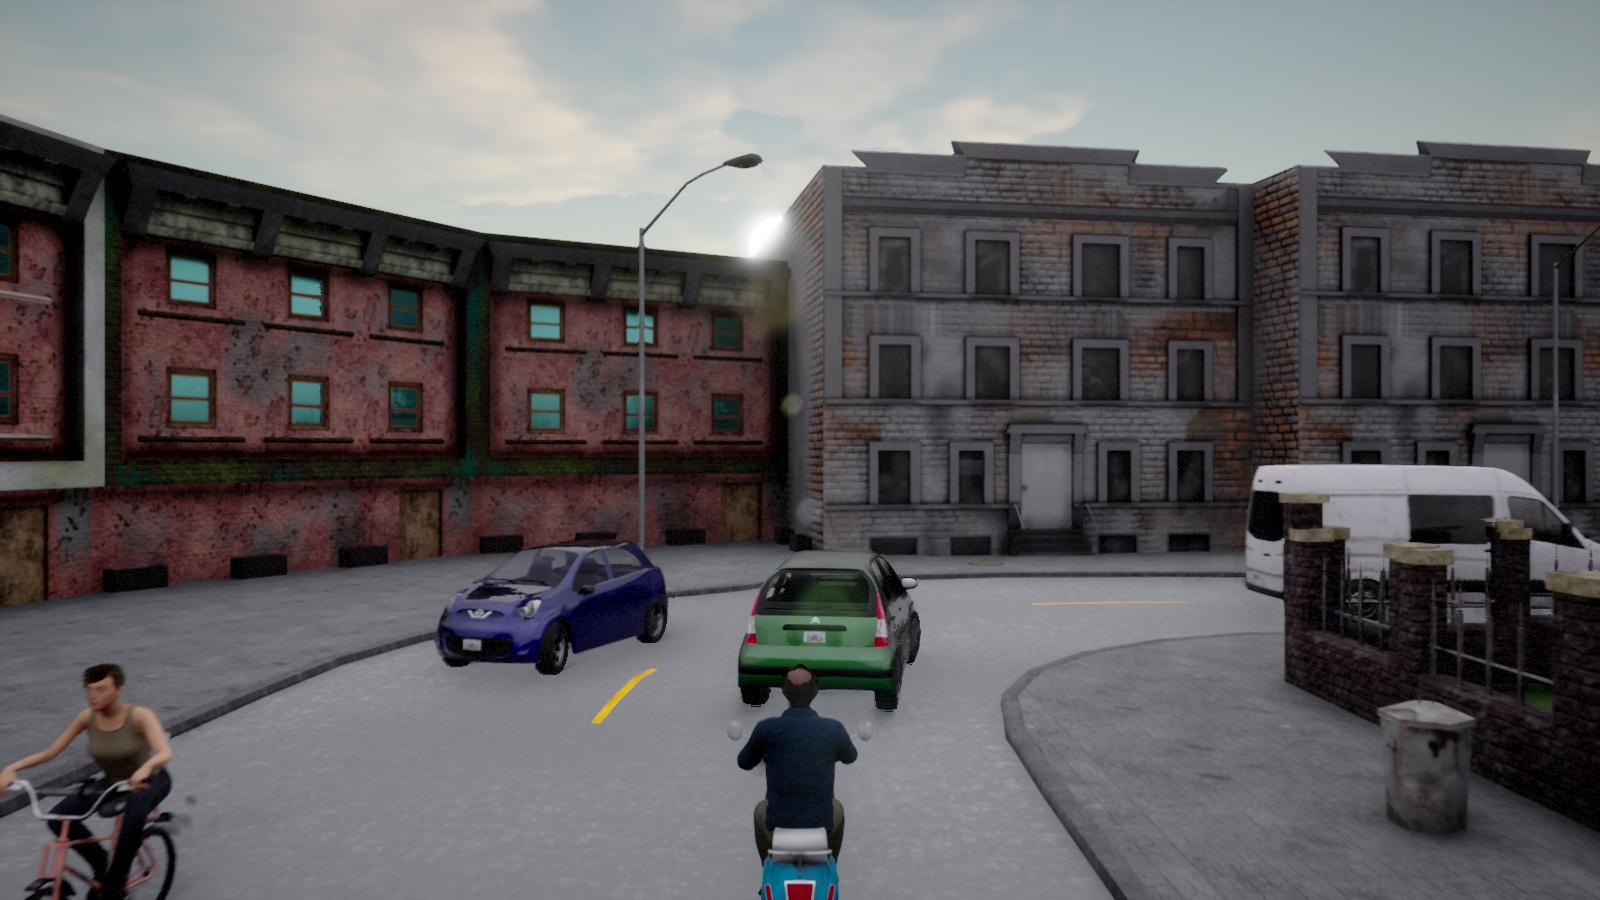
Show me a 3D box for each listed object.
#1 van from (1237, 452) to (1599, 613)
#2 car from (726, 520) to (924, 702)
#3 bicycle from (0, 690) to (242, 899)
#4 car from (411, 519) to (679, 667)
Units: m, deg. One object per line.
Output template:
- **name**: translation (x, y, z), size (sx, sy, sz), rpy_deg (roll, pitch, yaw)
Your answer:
- **van**: translation (10.692, 1.314, 19.244), size (5.915, 2.561, 1.988), rpy_deg (0, 0, -2)
- **car**: translation (0.458, 1.781, 13.846), size (1.851, 1.617, 3.988), rpy_deg (0, 0, 9)
- **bicycle**: translation (-3.913, 2.036, 6.368), size (0.859, 1.080, 1.487), rpy_deg (0, 0, 1)
- **car**: translation (-3.314, 1.820, 15.567), size (1.845, 1.501, 3.633), rpy_deg (0, 0, 22)
